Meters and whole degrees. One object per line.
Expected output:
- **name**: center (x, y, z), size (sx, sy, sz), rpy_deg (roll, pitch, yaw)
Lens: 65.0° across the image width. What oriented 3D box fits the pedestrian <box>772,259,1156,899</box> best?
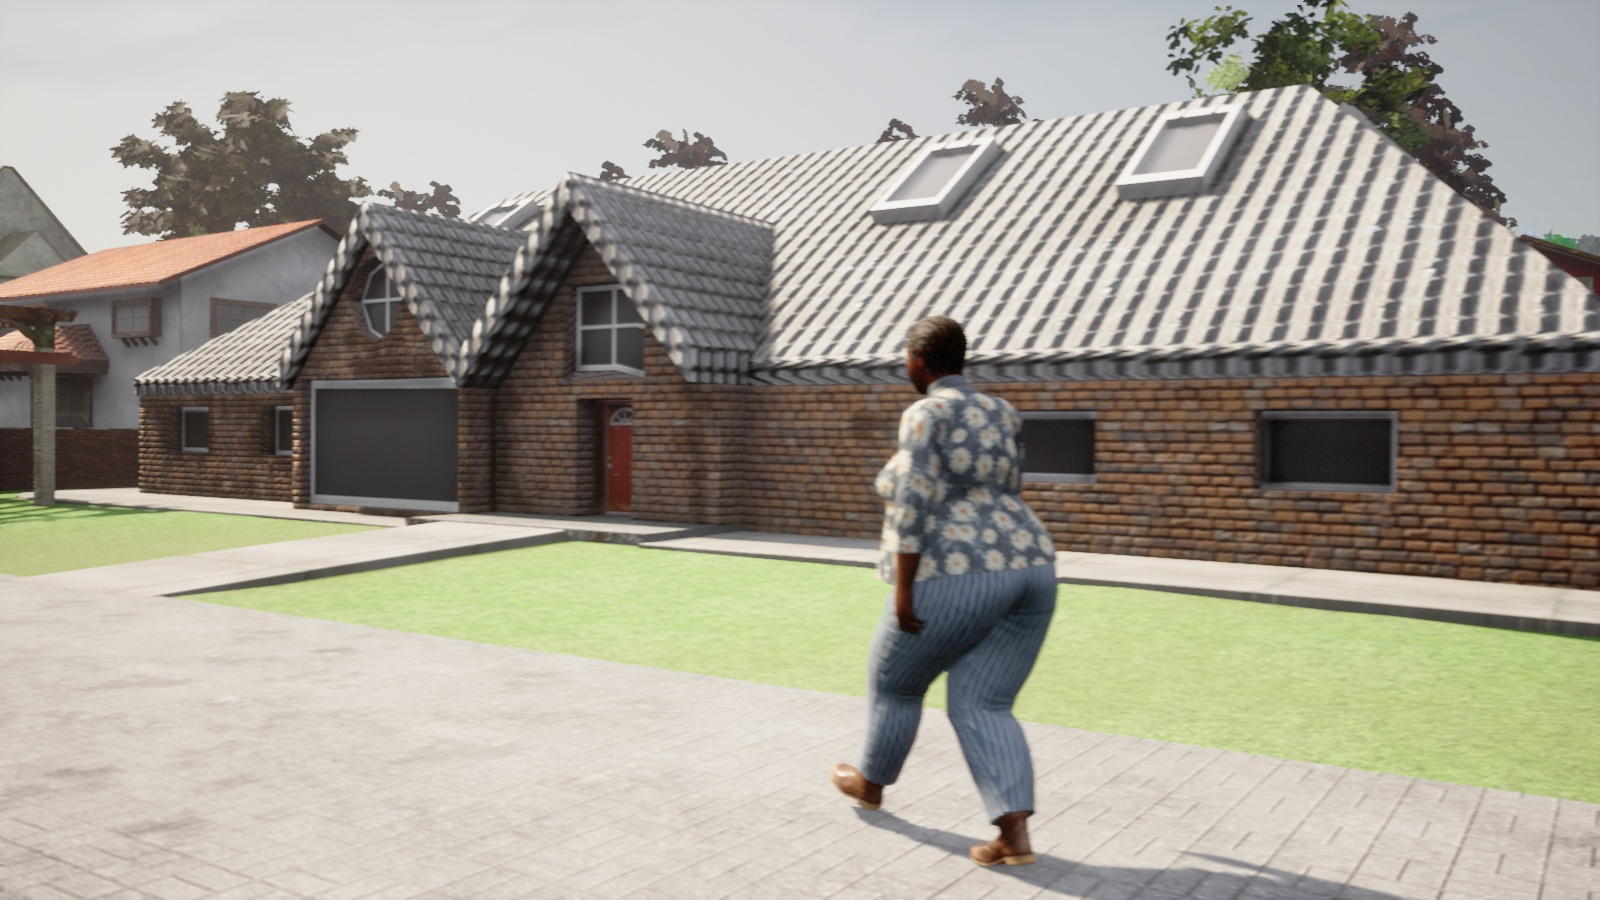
- **pedestrian**: center (0.526, 0.380, 4.164), size (0.874, 1.855, 0.900), rpy_deg (-1, 1, -34)
